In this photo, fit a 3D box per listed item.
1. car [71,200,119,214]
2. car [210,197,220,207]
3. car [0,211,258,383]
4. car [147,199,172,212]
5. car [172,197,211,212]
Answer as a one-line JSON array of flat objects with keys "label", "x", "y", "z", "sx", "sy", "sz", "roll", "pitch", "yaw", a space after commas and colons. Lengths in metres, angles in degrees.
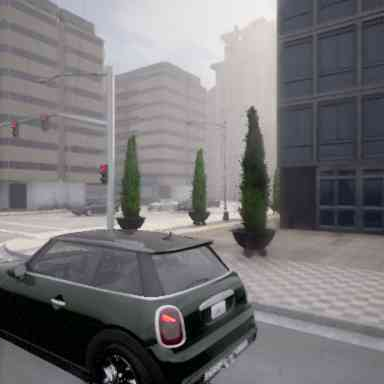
[{"label": "car", "x": -9.440, "y": 1.565, "z": 32.653, "sx": 1.837, "sy": 1.490, "sz": 4.892, "roll": 0, "pitch": 0, "yaw": 35}, {"label": "car", "x": 2.398, "y": 1.565, "z": 49.416, "sx": 1.837, "sy": 1.490, "sz": 4.892, "roll": 0, "pitch": 0, "yaw": 35}, {"label": "car", "x": -1.428, "y": 1.353, "z": 5.008, "sx": 4.553, "sy": 1.767, "sz": 2.097, "roll": 0, "pitch": 0, "yaw": 35}, {"label": "car", "x": -3.547, "y": 1.586, "z": 40.994, "sx": 1.812, "sy": 1.442, "sz": 4.674, "roll": 0, "pitch": 0, "yaw": 35}, {"label": "car", "x": 0.006, "y": 1.623, "z": 39.632, "sx": 1.994, "sy": 1.385, "sz": 4.181, "roll": 0, "pitch": 0, "yaw": 35}]
